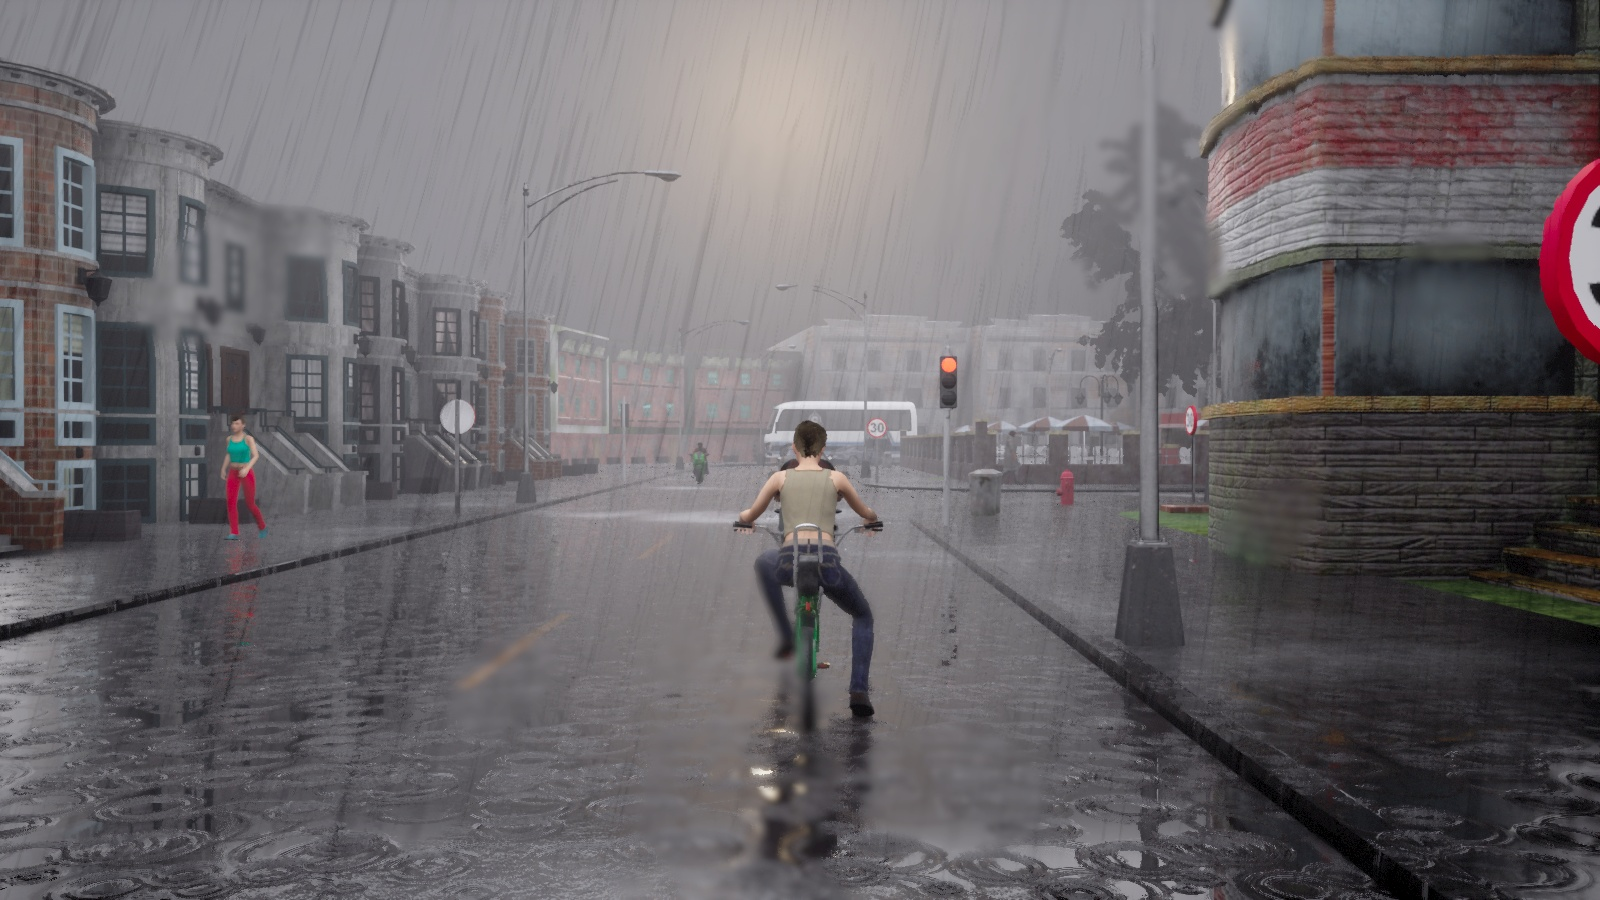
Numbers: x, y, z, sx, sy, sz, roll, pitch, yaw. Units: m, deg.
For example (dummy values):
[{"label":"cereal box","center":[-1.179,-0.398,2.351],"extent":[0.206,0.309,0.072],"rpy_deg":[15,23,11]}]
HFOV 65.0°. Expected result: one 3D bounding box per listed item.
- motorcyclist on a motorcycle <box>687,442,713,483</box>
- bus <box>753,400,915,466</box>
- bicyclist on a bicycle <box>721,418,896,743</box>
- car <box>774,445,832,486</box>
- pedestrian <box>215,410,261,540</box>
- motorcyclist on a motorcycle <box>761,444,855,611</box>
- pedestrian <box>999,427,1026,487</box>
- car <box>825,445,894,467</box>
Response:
[{"label":"motorcyclist on a motorcycle","center":[-3.753,0.459,47.229],"extent":[0.797,1.523,2.044],"rpy_deg":[0,0,0]},{"label":"bus","center":[2.147,-1.104,83.375],"extent":[10.273,4.253,3.944],"rpy_deg":[0,1,-7]},{"label":"bicyclist on a bicycle","center":[0.047,0.644,6.991],"extent":[0.866,1.612,1.509],"rpy_deg":[0,0,0]},{"label":"car","center":[0.170,0.531,46.686],"extent":[2.033,1.411,5.357],"rpy_deg":[0,0,1]},{"label":"pedestrian","center":[-8.041,0.348,17.986],"extent":[0.345,1.836,0.594],"rpy_deg":[0,0,6]},{"label":"motorcyclist on a motorcycle","center":[0.080,0.710,12.643],"extent":[0.866,1.530,2.191],"rpy_deg":[0,0,0]},{"label":"pedestrian","center":[7.012,0.228,41.415],"extent":[0.873,1.952,0.659],"rpy_deg":[0,0,10]},{"label":"car","center":[3.823,0.363,80.097],"extent":[4.181,1.385,1.994],"rpy_deg":[0,0,-40]}]
